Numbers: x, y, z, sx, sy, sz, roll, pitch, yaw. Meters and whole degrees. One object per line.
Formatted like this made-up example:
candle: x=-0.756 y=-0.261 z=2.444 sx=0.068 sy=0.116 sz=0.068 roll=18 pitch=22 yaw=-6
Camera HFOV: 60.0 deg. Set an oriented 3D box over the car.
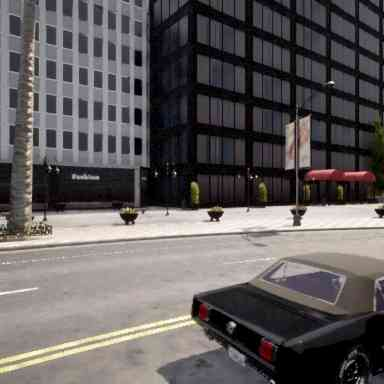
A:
car: x=2.449 y=1.601 z=4.918 sx=4.718 sy=1.301 sz=1.895 roll=0 pitch=0 yaw=-29
